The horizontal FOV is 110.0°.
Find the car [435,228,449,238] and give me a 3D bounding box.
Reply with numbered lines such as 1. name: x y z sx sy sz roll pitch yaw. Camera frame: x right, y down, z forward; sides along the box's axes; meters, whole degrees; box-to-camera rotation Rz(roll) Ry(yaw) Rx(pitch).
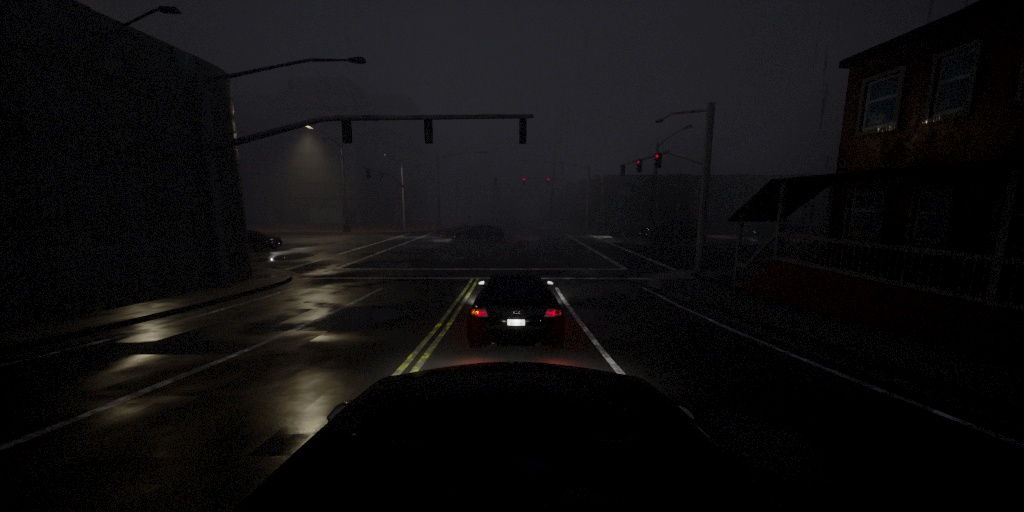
1. car: -5.571 -2.648 37.497 4.718 1.301 1.895 0 8 0

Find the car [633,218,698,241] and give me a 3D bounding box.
1. car: 14.906 -2.506 33.860 5.566 2.045 2.150 0 8 1

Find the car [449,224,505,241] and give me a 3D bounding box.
1. car: -3.134 -2.232 34.004 4.892 1.490 1.837 0 8 0

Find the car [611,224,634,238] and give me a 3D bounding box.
1. car: 12.474 -2.677 37.375 4.181 1.385 1.994 0 8 0

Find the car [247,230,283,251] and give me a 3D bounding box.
1. car: -19.956 -1.188 26.981 4.892 1.490 1.837 0 8 1

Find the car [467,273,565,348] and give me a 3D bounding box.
1. car: 0.095 1.090 8.695 1.994 1.385 4.181 0 3 0

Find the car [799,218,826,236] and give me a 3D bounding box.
1. car: 30.967 -2.493 33.732 5.566 2.045 2.150 0 8 0

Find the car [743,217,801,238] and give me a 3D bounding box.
1. car: 27.153 -3.015 37.234 5.566 2.045 2.150 0 8 0
